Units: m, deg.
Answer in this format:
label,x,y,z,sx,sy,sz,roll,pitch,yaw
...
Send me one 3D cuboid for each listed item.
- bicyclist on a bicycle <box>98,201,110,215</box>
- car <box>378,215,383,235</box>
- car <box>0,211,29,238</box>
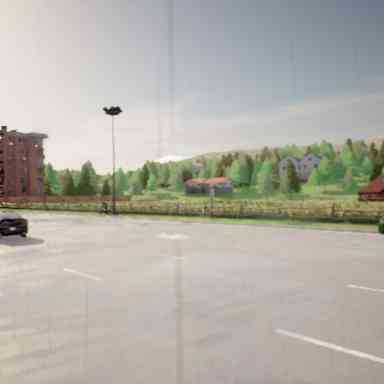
label,x,y,z,sx,sy,sz,roll,pitch,yaw
bicyclist on a bicycle,-10.061,1.808,38.062,0.582,1.620,1.656,-1,0,42
car,8.725,1.517,10.762,4.181,1.385,1.994,-1,-1,42
car,-11.154,1.834,19.229,5.008,1.535,1.882,-1,-1,45
